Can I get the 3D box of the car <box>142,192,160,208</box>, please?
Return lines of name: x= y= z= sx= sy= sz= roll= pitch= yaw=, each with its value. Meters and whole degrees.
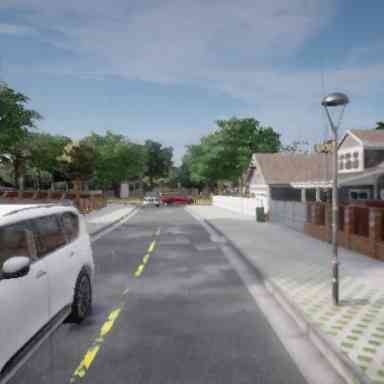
car: x=-5.723 y=1.041 z=46.281 sx=2.150 sy=2.045 sz=5.566 roll=0 pitch=0 yaw=-7

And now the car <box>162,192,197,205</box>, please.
car: x=-1.994 y=1.140 z=53.302 sx=5.566 sy=2.045 sz=2.150 roll=2 pitch=0 yaw=-8

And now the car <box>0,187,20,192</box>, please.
car: x=-27.045 y=0.375 z=49.638 sx=5.566 sy=2.045 sz=2.150 roll=4 pitch=0 yaw=-8

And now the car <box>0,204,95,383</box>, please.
car: x=-2.903 y=1.225 z=4.206 sx=2.150 sy=2.045 sz=5.566 roll=0 pitch=0 yaw=-1
